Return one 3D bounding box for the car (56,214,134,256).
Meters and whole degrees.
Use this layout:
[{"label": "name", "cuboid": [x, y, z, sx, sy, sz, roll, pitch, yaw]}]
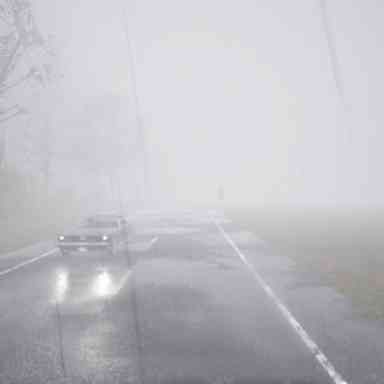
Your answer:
[{"label": "car", "cuboid": [-3.600, 1.596, 13.170, 1.895, 1.301, 4.718, 0, 0, 0]}]
